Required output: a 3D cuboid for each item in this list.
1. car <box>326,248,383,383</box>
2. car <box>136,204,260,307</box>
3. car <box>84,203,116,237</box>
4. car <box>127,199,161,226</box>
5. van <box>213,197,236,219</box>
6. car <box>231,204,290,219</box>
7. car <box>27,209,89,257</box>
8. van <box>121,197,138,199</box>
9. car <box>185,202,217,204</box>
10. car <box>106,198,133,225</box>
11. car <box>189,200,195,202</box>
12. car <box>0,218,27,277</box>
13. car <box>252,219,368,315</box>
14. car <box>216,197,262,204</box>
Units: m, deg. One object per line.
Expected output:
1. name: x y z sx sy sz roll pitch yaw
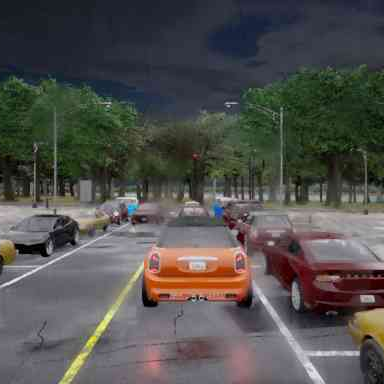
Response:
1. car: 2.762 1.525 2.196 1.752 1.417 4.829 0 0 0
2. car: 0.104 1.352 8.136 2.097 1.767 4.553 0 0 0
3. car: -5.753 1.527 18.175 1.752 1.417 4.829 0 0 0
4. car: -3.017 1.480 23.623 1.882 1.535 5.008 0 0 1
5. van: 2.780 1.346 29.215 1.690 1.788 3.998 0 0 0
6. car: 2.769 1.441 12.902 1.967 1.590 4.097 0 0 0
7. car: -5.756 1.567 12.907 1.947 1.339 4.313 0 0 0
8. van: -5.746 1.346 29.220 1.690 1.788 3.998 0 0 0
9. car: 0.109 1.493 17.350 2.128 1.511 4.902 0 0 0
10. car: -5.749 1.443 23.783 1.967 1.590 4.097 0 0 0
11. car: 0.015 1.460 27.295 1.801 1.575 5.366 0 0 1
12. car: -5.760 1.525 7.300 1.752 1.417 4.829 0 0 0
13. car: 2.765 1.545 7.464 1.887 1.381 4.507 0 0 0
14. car: 2.772 1.317 18.340 2.192 1.841 5.009 0 0 0
